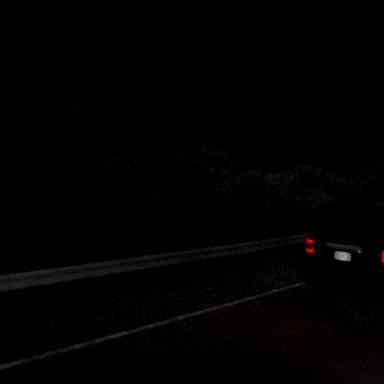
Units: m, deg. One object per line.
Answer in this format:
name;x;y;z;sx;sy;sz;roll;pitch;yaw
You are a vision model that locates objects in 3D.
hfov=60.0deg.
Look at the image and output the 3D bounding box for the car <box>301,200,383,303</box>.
car;4.733;1.188;7.380;5.566;2.045;2.150;0;0;-37
